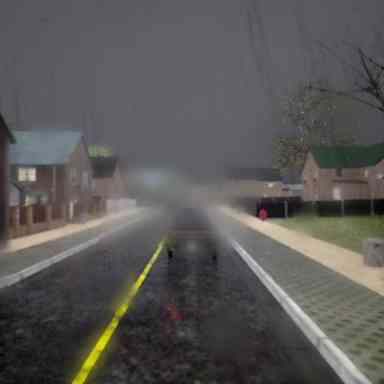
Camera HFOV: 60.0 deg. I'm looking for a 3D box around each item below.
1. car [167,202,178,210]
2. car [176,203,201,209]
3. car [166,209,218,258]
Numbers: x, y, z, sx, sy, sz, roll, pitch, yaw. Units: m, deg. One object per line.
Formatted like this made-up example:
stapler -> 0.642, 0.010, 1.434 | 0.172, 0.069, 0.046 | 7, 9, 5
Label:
car -> -2.755, 2.194, 50.899 | 1.994, 1.385, 4.181 | 0, -1, 0
car -> 0.030, 1.831, 28.499 | 2.128, 1.511, 4.902 | 0, -1, 0
car -> 0.026, 1.648, 13.505 | 2.128, 1.511, 4.902 | 0, -1, 1
